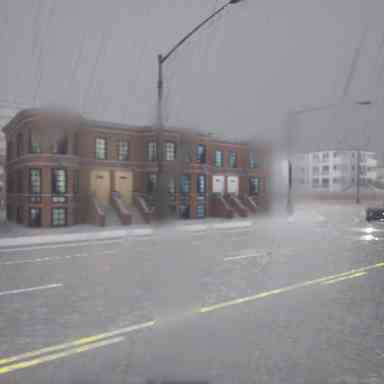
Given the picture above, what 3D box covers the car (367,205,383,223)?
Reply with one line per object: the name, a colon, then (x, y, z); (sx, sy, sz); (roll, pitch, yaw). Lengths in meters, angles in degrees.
car: (14.596, 1.664, 25.697); (1.895, 1.301, 4.718); (0, 0, 28)
